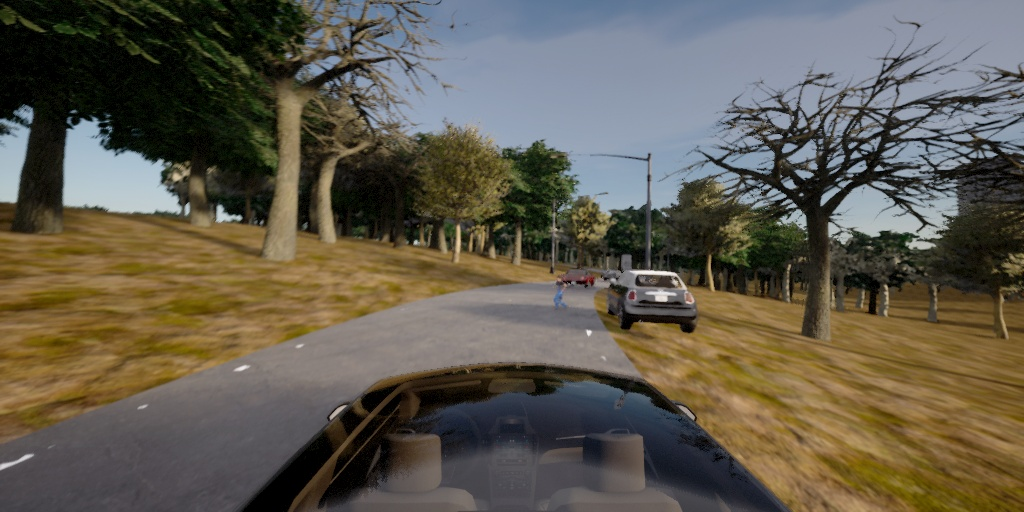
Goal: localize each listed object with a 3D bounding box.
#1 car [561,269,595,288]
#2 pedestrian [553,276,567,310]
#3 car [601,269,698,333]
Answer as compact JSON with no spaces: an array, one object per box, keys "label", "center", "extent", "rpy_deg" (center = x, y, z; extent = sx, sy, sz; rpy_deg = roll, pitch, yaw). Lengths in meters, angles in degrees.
[{"label":"car","center":[5.096,1.674,27.033],"extent":[1.895,1.301,4.718],"rpy_deg":[1,-2,21]},{"label":"pedestrian","center":[1.747,1.264,12.793],"extent":[0.375,1.300,0.375],"rpy_deg":[4,-2,-5]},{"label":"car","center":[3.950,1.155,10.694],"extent":[1.970,1.475,3.806],"rpy_deg":[1,0,8]}]
